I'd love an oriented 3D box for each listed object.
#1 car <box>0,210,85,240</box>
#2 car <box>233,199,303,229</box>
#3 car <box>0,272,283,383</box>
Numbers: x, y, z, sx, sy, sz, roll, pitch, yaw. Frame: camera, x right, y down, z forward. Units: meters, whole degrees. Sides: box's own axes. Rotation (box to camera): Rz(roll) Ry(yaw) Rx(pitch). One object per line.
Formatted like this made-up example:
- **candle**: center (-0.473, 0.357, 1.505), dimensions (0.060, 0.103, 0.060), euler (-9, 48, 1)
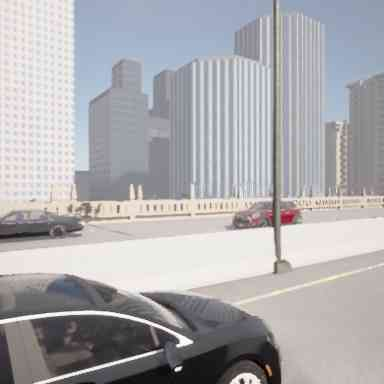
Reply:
- **car**: center (-7.892, 1.540, 15.560), dimensions (5.357, 1.411, 2.033), euler (0, 0, -35)
- **car**: center (4.619, 1.308, 20.180), dimensions (4.553, 1.767, 2.097), euler (0, 0, -35)
- **car**: center (-1.286, 1.503, 2.831), dimensions (4.892, 1.490, 1.837), euler (0, 0, -35)
